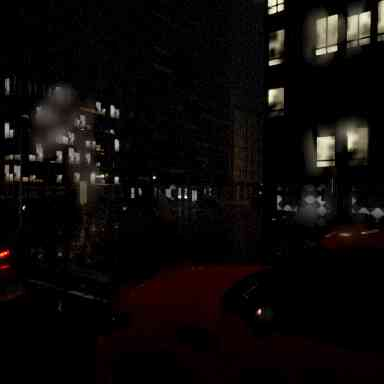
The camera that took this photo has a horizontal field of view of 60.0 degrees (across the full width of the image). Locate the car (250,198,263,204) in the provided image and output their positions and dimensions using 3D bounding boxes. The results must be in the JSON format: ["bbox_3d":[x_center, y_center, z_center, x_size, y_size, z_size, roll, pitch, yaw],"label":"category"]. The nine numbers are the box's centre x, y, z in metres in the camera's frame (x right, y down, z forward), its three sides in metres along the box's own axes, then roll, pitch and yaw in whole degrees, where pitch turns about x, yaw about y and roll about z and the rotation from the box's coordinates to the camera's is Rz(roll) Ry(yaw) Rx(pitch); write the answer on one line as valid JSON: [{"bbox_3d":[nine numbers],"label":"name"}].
[{"bbox_3d":[11.587,1.793,55.978,2.033,1.411,5.357,1,0,37],"label":"car"}]

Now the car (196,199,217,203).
[{"bbox_3d":[2.033,1.693,48.459,1.812,1.442,4.674,1,0,37],"label":"car"}]

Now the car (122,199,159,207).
[{"bbox_3d":[-5.821,1.597,37.928,2.128,1.511,4.902,1,0,37],"label":"car"}]

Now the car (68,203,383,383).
[{"bbox_3d":[1.740,1.222,2.444,5.566,2.045,2.150,0,0,35],"label":"car"}]

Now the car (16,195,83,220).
[{"bbox_3d":[-12.282,1.279,29.195,2.150,2.045,5.566,1,0,39],"label":"car"}]

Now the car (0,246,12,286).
[{"bbox_3d":[-6.162,1.522,8.063,4.674,1.442,1.812,0,0,35],"label":"car"}]
